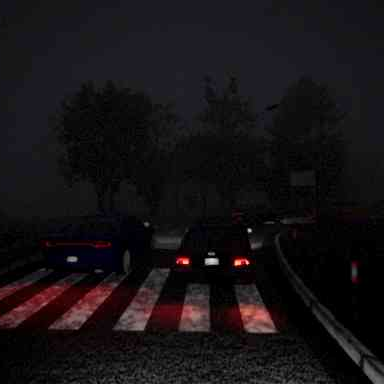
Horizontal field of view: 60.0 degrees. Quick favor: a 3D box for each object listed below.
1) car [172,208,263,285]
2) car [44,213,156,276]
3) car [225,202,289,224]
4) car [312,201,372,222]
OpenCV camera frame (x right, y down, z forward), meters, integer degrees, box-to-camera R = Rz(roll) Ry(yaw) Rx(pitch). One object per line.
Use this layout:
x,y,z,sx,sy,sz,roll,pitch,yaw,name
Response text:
0.698,1.416,9.228,2.033,1.411,5.357,-1,1,7,car
-2.452,1.370,10.068,1.882,1.535,5.008,-1,0,7,car
4.869,1.732,24.955,4.892,1.490,1.837,1,-5,-42,car
11.307,1.421,25.087,5.008,1.535,1.882,-1,-3,-26,car
